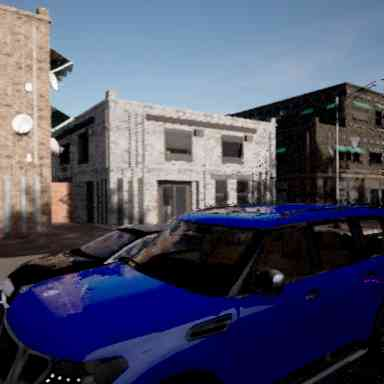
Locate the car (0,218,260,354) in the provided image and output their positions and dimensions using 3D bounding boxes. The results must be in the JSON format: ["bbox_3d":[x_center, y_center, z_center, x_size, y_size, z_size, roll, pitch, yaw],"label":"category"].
[{"bbox_3d":[-1.090,1.481,6.899,4.902,1.511,2.128,0,0,-35],"label":"car"}]

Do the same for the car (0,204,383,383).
[{"bbox_3d":[0.678,1.211,4.170,5.566,2.045,2.150,0,0,-36],"label":"car"}]
